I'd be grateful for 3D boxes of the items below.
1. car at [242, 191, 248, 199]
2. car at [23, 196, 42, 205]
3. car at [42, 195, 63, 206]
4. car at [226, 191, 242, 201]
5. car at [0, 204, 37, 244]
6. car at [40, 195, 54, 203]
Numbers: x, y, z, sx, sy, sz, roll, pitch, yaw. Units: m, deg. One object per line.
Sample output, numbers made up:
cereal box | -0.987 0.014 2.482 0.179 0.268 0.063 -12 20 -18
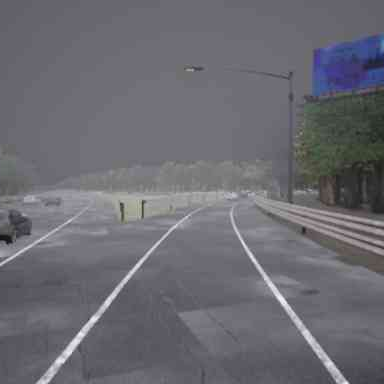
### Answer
car | 10.337 0.595 68.884 2.128 1.511 4.902 1 1 23
car | -24.584 1.325 51.078 1.812 1.442 4.674 0 0 -15
car | -20.692 1.344 50.104 2.033 1.411 5.357 0 0 -15
car | 7.188 0.854 59.219 1.812 1.442 4.674 0 1 17
car | -8.608 1.465 14.994 1.994 1.385 4.181 0 0 -12
car | -29.264 1.316 67.340 2.128 1.511 4.902 0 0 -17
